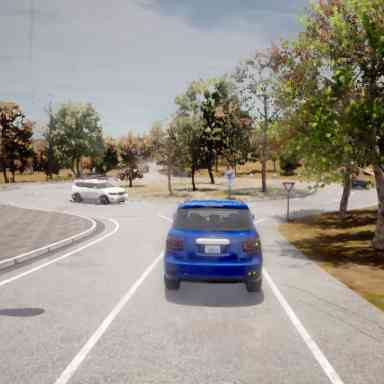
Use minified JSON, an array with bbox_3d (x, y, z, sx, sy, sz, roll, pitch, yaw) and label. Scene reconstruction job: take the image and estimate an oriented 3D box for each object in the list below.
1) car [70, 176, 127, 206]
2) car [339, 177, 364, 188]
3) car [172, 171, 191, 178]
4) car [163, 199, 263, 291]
[{"bbox_3d":[-8.468,-0.033,29.916,5.566,2.045,2.150,3,7,29],"label":"car"},{"bbox_3d":[21.627,-1.338,45.054,1.837,1.490,4.892,1,5,4],"label":"car"},{"bbox_3d":[-2.197,-3.741,70.797,4.181,1.385,1.994,4,7,40],"label":"car"},{"bbox_3d":[0.580,1.203,9.169,2.150,2.045,5.566,0,0,4],"label":"car"}]
